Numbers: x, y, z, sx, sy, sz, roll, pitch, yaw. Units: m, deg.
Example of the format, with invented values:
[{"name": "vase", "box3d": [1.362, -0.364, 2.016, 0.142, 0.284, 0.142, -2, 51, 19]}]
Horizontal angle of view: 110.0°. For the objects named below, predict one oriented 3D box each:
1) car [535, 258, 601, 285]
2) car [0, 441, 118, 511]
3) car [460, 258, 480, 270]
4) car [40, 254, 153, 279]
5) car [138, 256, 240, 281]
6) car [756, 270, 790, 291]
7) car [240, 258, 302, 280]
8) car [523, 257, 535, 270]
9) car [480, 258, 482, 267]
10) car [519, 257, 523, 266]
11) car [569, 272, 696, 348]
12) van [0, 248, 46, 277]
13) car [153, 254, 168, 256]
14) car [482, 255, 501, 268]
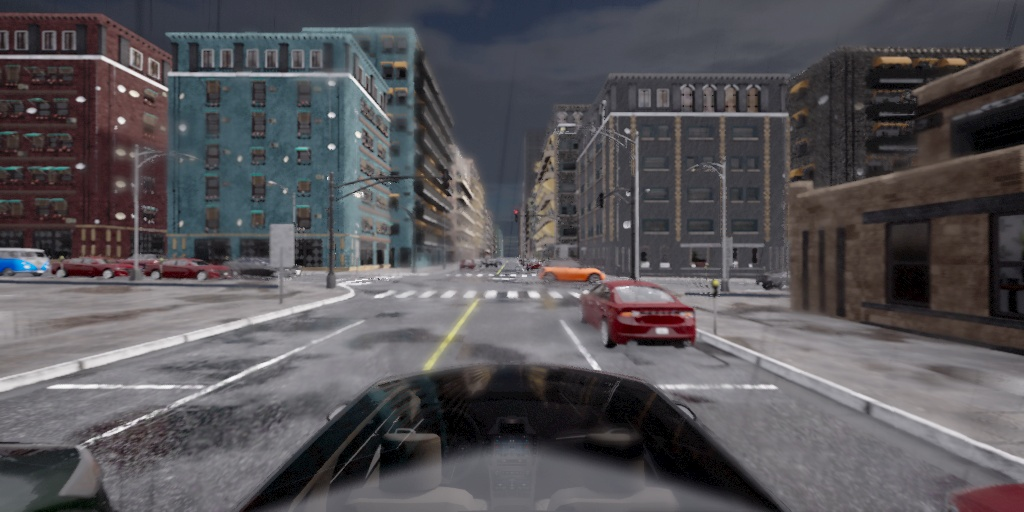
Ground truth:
[{"name": "car", "box3d": [4.194, 1.096, 25.286, 4.553, 1.767, 2.097, 1, 0, -1]}, {"name": "car", "box3d": [-3.092, 1.320, 0.155, 1.994, 1.385, 4.181, 0, 0, 0]}, {"name": "car", "box3d": [-5.805, 1.120, 47.662, 1.888, 1.381, 4.507, 0, 0, 0]}, {"name": "car", "box3d": [-25.702, 0.722, 22.298, 4.507, 1.381, 1.888, 0, 0, -1]}, {"name": "car", "box3d": [-20.020, 0.829, 22.277, 4.507, 1.381, 1.888, 0, 0, -1]}, {"name": "car", "box3d": [17.926, 1.549, 22.728, 4.403, 1.370, 2.007, 0, 0, -1]}, {"name": "car", "box3d": [-17.400, 0.888, 25.072, 4.902, 1.511, 2.128, 2, 0, -1]}, {"name": "car", "box3d": [2.779, 1.019, 46.444, 1.967, 1.591, 4.097, 0, 0, 0]}, {"name": "car", "box3d": [-5.719, 1.092, 57.764, 2.007, 1.370, 4.403, 0, 0, 0]}, {"name": "car", "box3d": [2.659, 1.089, 63.435, 1.948, 1.339, 4.313, 0, 0, 0]}, {"name": "car", "box3d": [2.817, 1.266, 8.974, 1.888, 1.381, 4.507, 0, 0, 0]}, {"name": "van", "box3d": [-31.388, 0.410, 22.242, 3.998, 1.789, 1.690, 0, 0, -1]}, {"name": "car", "box3d": [-31.532, 0.544, 30.622, 4.097, 1.591, 1.967, 0, 0, -1]}, {"name": "car", "box3d": [-3.081, 1.053, 55.522, 1.837, 1.490, 4.892, 0, 0, 0]}]
